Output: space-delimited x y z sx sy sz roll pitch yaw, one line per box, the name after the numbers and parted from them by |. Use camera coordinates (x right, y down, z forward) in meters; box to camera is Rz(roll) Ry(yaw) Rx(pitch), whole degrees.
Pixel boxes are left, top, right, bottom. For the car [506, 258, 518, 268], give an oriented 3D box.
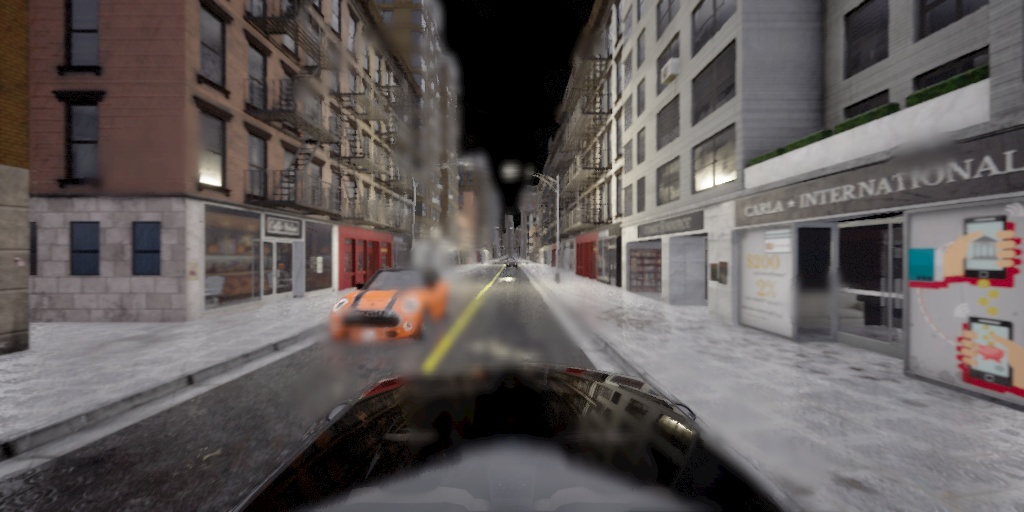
-0.022 1.301 58.628 1.895 1.301 4.718 0 0 0 | car

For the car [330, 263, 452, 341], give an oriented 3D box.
-3.031 1.096 9.896 2.097 1.767 4.553 0 0 0 | car
